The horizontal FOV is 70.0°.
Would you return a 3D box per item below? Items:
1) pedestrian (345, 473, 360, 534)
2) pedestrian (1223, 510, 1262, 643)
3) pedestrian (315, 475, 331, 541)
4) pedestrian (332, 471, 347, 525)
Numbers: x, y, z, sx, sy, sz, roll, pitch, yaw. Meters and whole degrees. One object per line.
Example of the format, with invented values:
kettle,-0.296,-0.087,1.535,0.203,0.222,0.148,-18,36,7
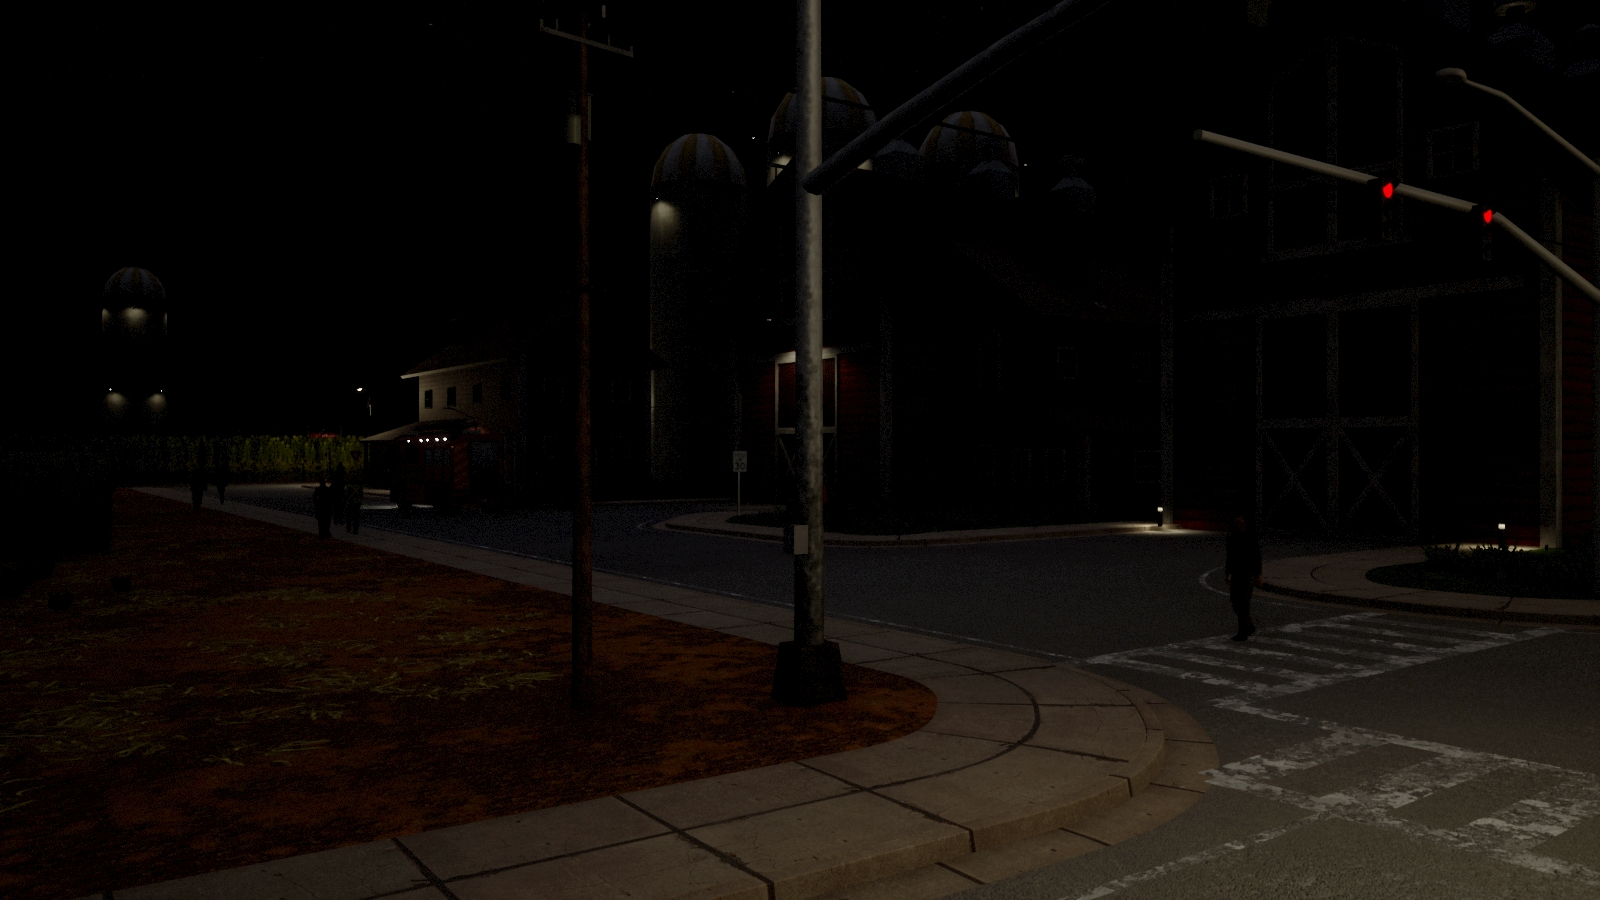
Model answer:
pedestrian,-13.906,1.665,35.512,0.375,1.860,0.375,0,0,-33
pedestrian,6.382,1.813,16.482,0.375,1.860,0.375,0,0,-31
pedestrian,-13.661,1.666,32.733,0.375,1.860,0.375,0,0,-32
pedestrian,-15.933,1.664,39.526,0.375,1.860,0.375,0,0,-36
